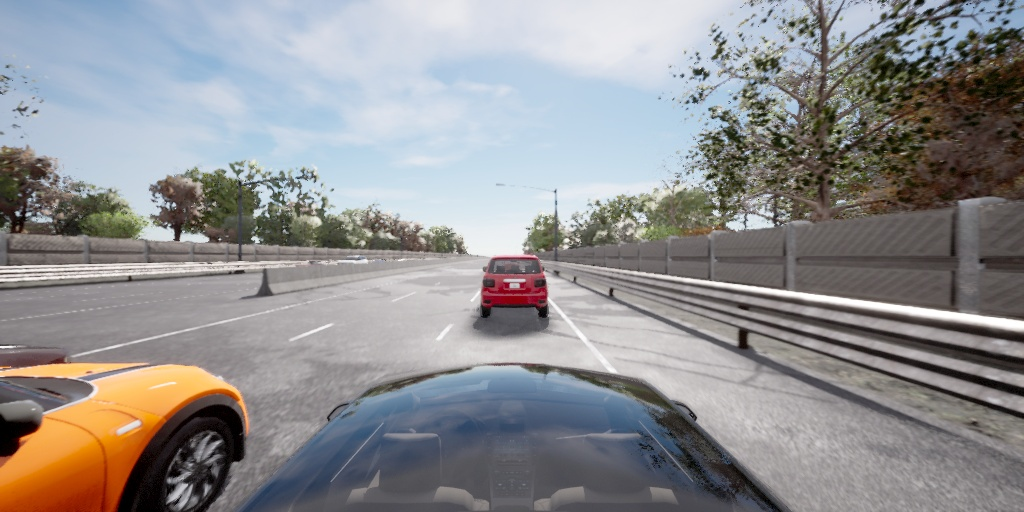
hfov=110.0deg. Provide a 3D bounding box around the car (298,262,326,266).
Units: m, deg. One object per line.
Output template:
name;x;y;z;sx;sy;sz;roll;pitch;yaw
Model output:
car;-24.815;1.363;44.758;1.895;1.301;4.718;0;0;0

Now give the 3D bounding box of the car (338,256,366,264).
car;-21.331;0.985;48.186;2.150;2.045;5.566;0;0;0

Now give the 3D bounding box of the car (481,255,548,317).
car;0.066;0.974;13.329;2.150;2.045;5.566;0;0;0

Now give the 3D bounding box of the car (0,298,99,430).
car;-6.903;1.299;2.430;2.033;1.411;5.357;0;0;0

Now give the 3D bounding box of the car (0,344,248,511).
car;-3.407;1.103;1.311;2.097;1.767;4.553;0;0;0

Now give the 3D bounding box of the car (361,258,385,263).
car;-17.838;1.287;47.498;1.812;1.442;4.674;0;0;0
